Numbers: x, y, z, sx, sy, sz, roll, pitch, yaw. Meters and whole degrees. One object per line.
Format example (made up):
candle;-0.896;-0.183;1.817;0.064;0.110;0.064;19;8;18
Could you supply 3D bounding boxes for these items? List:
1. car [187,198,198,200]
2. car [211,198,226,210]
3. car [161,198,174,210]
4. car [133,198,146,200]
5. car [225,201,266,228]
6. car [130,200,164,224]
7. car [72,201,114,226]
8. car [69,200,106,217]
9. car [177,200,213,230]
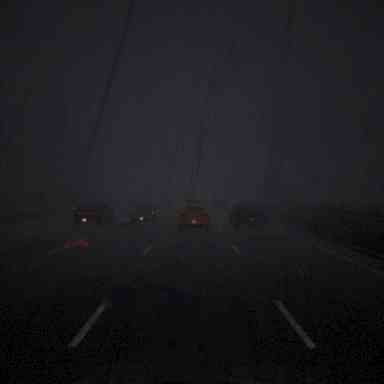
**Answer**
car;0.049;1.555;42.518;1.837;1.490;4.892;0;0;0
car;3.547;1.542;42.925;2.128;1.511;4.902;0;0;0
car;-3.457;1.576;43.590;1.812;1.442;4.674;0;0;0
car;-6.961;1.528;44.245;1.882;1.535;5.008;0;0;0
car;3.596;1.503;22.356;1.882;1.535;5.008;0;0;0
car;-3.403;1.554;24.712;1.812;1.442;4.674;0;0;0
car;-6.903;1.534;23.752;1.837;1.490;4.892;0;0;0
car;-10.411;1.586;33.554;2.033;1.411;5.357;0;0;0
car;0.095;1.502;21.195;1.882;1.535;5.008;0;0;0
